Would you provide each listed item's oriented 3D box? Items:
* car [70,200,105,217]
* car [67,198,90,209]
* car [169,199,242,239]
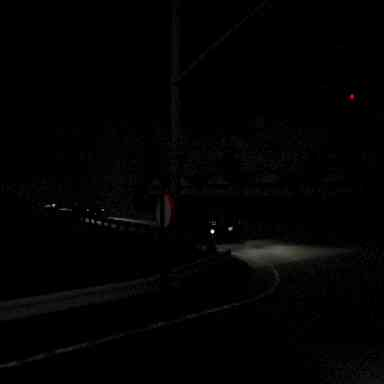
[{"bbox_3d":[-10.410,1.793,33.391,1.895,1.301,4.718,0,0,-35],"label":"car"},{"bbox_3d":[-16.601,1.685,49.599,1.837,1.490,4.892,0,0,14],"label":"car"},{"bbox_3d":[0.251,1.413,18.247,2.150,2.045,5.566,0,0,-35],"label":"car"}]
